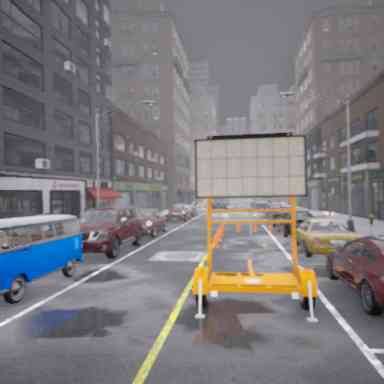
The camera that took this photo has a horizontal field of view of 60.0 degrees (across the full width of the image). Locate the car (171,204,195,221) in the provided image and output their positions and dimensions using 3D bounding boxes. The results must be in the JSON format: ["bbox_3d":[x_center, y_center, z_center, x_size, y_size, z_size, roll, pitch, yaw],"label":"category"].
[{"bbox_3d":[-1.230,1.811,30.480,1.967,1.590,4.097,-2,-1,8],"label":"car"}]

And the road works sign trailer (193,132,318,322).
[{"bbox_3d":[1.298,0.526,7.416,2.380,3.560,2.880,-1,-1,8],"label":"road works sign trailer"}]

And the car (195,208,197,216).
[{"bbox_3d":[-0.461,2.000,36.011,1.802,1.307,4.206,-2,-1,8],"label":"car"}]

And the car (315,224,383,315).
[{"bbox_3d":[4.165,1.586,7.179,1.802,1.307,4.206,-2,-1,8],"label":"car"}]

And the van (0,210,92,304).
[{"bbox_3d":[-4.293,1.521,8.349,1.690,1.788,3.998,-2,-1,8],"label":"van"}]

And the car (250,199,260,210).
[{"bbox_3d":[9.528,1.885,45.910,2.008,1.369,4.403,-2,-1,8],"label":"car"}]

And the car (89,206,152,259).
[{"bbox_3d":[-3.529,1.543,13.883,2.192,1.841,5.009,-2,-1,8],"label":"car"}]

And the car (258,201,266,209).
[{"bbox_3d":[7.229,1.747,29.311,2.008,1.369,4.403,-2,-1,8],"label":"car"}]

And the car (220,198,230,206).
[{"bbox_3d":[7.238,2.147,72.184,1.882,1.535,5.008,-1,-1,8],"label":"car"}]

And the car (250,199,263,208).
[{"bbox_3d":[11.061,1.989,56.975,1.947,1.339,4.313,-2,-1,8],"label":"car"}]

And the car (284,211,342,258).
[{"bbox_3d":[4.953,1.579,12.881,1.752,1.417,4.829,-2,-1,8],"label":"car"}]

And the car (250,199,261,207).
[{"bbox_3d":[11.827,2.050,62.508,1.802,1.307,4.206,-2,-1,8],"label":"car"}]

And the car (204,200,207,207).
[{"bbox_3d":[3.363,2.188,63.676,1.887,1.381,4.507,-2,-1,8],"label":"car"}]

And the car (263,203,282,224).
[{"bbox_3d":[6.463,1.714,23.778,1.947,1.339,4.313,-2,-1,8],"label":"car"}]

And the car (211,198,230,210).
[{"bbox_3d":[4.108,1.706,50.197,2.150,2.045,5.566,-1,0,8],"label":"car"}]

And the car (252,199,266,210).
[{"bbox_3d":[10.317,1.906,51.611,1.752,1.417,4.829,-2,-1,8],"label":"car"}]

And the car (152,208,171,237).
[{"bbox_3d":[-2.760,1.716,19.414,1.967,1.590,4.097,-2,-1,8],"label":"car"}]

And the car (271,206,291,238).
[{"bbox_3d":[5.697,1.666,18.245,1.947,1.339,4.313,-2,-1,8],"label":"car"}]
